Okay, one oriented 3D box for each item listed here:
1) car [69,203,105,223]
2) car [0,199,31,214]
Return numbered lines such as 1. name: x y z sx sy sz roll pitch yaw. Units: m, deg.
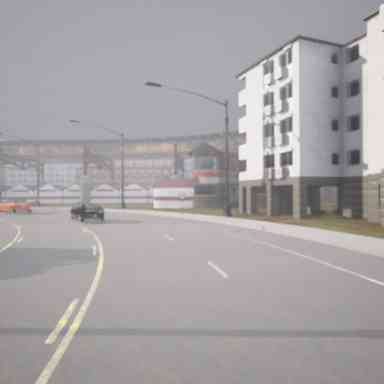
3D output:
1. car: -8.636 1.616 27.224 2.128 1.511 4.902 0 0 -33
2. car: -21.225 1.585 39.494 4.553 1.767 2.097 0 0 33
